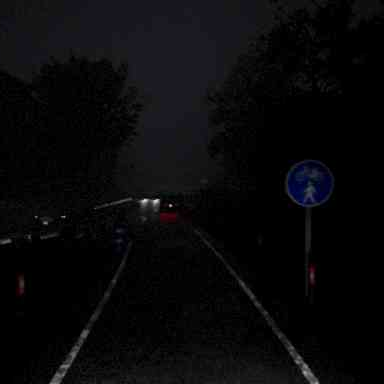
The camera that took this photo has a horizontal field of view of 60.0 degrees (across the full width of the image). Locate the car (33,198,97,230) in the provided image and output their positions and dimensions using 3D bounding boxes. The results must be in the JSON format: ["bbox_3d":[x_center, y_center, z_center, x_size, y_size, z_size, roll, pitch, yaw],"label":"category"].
[{"bbox_3d":[-6.762,1.112,18.171,2.128,1.511,4.902,0,2,4],"label":"car"}]

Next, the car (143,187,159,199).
[{"bbox_3d":[-5.239,0.088,44.174,1.812,1.442,4.674,0,2,3],"label":"car"}]

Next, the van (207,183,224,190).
[{"bbox_3d":[6.568,-1.478,92.853,4.442,1.987,1.878,0,1,-19],"label":"van"}]

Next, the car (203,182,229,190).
[{"bbox_3d":[6.223,-1.330,80.990,5.566,2.045,2.435,0,1,-19],"label":"car"}]

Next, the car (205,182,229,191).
[{"bbox_3d":[6.241,-1.373,83.918,5.566,2.045,2.435,0,1,-19],"label":"car"}]

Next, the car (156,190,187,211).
[{"bbox_3d":[-1.572,0.710,28.159,1.837,1.490,4.892,0,2,2],"label":"car"}]
